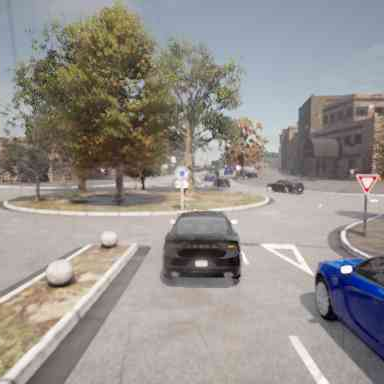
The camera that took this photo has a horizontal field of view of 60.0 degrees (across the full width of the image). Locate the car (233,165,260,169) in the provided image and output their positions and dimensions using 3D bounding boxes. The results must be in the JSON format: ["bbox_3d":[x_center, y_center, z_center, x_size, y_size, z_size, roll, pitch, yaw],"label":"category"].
[{"bbox_3d":[13.787,-5.155,83.562,5.566,2.045,2.435,1,6,10],"label":"car"}]

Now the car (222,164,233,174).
[{"bbox_3d":[10.238,-5.899,91.168,2.150,2.045,5.566,1,6,11],"label":"car"}]

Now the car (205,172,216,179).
[{"bbox_3d":[3.992,-3.578,71.372,1.895,1.301,4.718,1,6,9],"label":"car"}]

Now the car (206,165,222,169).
[{"bbox_3d":[5.417,-4.868,80.832,2.150,2.045,5.566,1,6,9],"label":"car"}]

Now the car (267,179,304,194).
[{"bbox_3d":[10.393,-0.687,37.287,1.837,1.490,4.892,-1,4,-25],"label":"car"}]

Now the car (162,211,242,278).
[{"bbox_3d":[0.323,1.269,9.614,1.882,1.535,5.008,0,3,3],"label":"car"}]

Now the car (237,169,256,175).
[{"bbox_3d":[14.179,-5.143,86.276,4.792,1.488,2.163,1,6,10],"label":"car"}]

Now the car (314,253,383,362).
[{"bbox_3d":[3.145,1.439,4.100,1.882,1.535,5.008,0,1,0],"label":"car"}]

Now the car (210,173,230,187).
[{"bbox_3d":[4.258,-1.554,48.552,1.837,1.490,4.892,-1,5,-6],"label":"car"}]

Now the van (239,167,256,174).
[{"bbox_3d":[15.283,-5.922,91.438,4.442,1.987,1.878,1,6,11],"label":"van"}]

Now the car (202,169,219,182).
[{"bbox_3d":[3.355,-2.915,61.818,2.097,1.767,4.553,0,5,0],"label":"car"}]

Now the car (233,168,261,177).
[{"bbox_3d":[12.437,-4.112,75.479,4.892,1.521,2.231,1,6,9],"label":"car"}]

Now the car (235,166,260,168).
[{"bbox_3d":[12.915,-4.501,78.167,4.553,1.767,2.185,1,6,9],"label":"car"}]

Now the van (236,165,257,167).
[{"bbox_3d":[13.210,-4.868,80.890,4.442,1.987,1.878,1,6,9],"label":"van"}]
